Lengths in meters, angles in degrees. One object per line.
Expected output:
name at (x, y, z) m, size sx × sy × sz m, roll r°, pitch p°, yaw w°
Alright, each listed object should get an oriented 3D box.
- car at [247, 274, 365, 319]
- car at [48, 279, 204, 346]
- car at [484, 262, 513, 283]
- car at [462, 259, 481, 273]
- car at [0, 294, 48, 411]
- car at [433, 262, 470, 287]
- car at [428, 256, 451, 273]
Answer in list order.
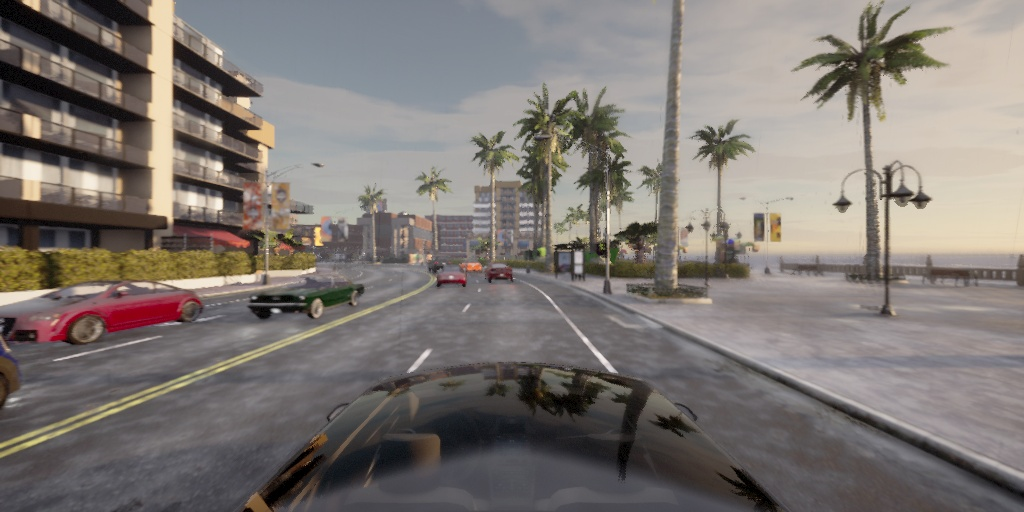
car at (-7.150, 1.358, 13.043) m, size 1.895 × 1.301 × 4.718 m, roll 0°, pitch 0°, yaw -1°
car at (-10.536, 1.319, 9.328) m, size 1.994 × 1.385 × 4.181 m, roll 0°, pitch 0°, yaw 0°
car at (-1.124, 1.245, 28.652) m, size 1.882 × 1.535 × 5.008 m, roll 0°, pitch 0°, yaw -9°
car at (-5.248, 1.128, 43.846) m, size 2.097 × 1.767 × 4.553 m, roll 0°, pitch 0°, yaw -20°
car at (-7.098, 1.101, 2.380) m, size 2.097 × 1.767 × 4.553 m, roll 0°, pitch 0°, yaw 0°
car at (-4.150, 1.330, 25.104) m, size 1.994 × 1.385 × 4.181 m, roll 0°, pitch 0°, yaw -7°
car at (-8.833, 0.998, 43.615) m, size 2.150 × 2.045 × 5.566 m, roll 0°, pitch 0°, yaw -22°
